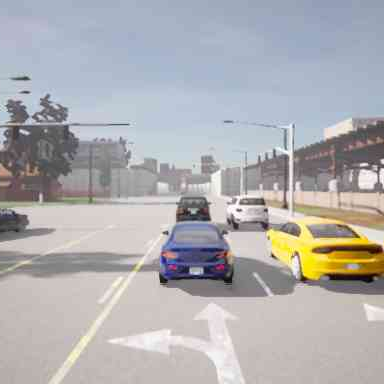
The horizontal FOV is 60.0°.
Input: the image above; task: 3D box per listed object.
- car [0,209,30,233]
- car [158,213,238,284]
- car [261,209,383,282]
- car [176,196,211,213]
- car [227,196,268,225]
[{"bbox_3d":[-10.539,1.591,17.431,2.033,1.411,5.357,0,0,0],"label":"car"},{"bbox_3d":[0.098,1.559,9.568,1.812,1.442,4.674,0,0,0],"label":"car"},{"bbox_3d":[3.595,1.512,9.899,1.882,1.535,5.008,0,0,0],"label":"car"},{"bbox_3d":[0.087,1.258,22.105,2.150,2.045,5.566,0,0,0],"label":"car"},{"bbox_3d":[3.587,1.256,22.111,2.150,2.045,5.566,0,0,0],"label":"car"}]
